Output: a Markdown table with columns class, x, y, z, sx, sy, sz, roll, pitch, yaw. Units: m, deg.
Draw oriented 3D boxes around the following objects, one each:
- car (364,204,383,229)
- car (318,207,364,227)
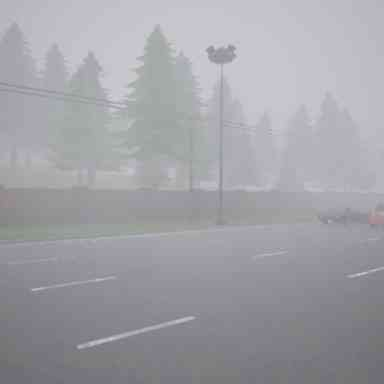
| class | x | y | z | sx | sy | sz | roll | pitch | yaw |
| --- | --- | --- | --- | --- | --- | --- | --- | --- | --- |
| car | 13.930 | 1.561 | 22.275 | 4.553 | 1.767 | 2.097 | 1 | 0 | -35 |
| car | 11.594 | 1.808 | 24.909 | 4.718 | 1.301 | 1.895 | 1 | 0 | -35 |
